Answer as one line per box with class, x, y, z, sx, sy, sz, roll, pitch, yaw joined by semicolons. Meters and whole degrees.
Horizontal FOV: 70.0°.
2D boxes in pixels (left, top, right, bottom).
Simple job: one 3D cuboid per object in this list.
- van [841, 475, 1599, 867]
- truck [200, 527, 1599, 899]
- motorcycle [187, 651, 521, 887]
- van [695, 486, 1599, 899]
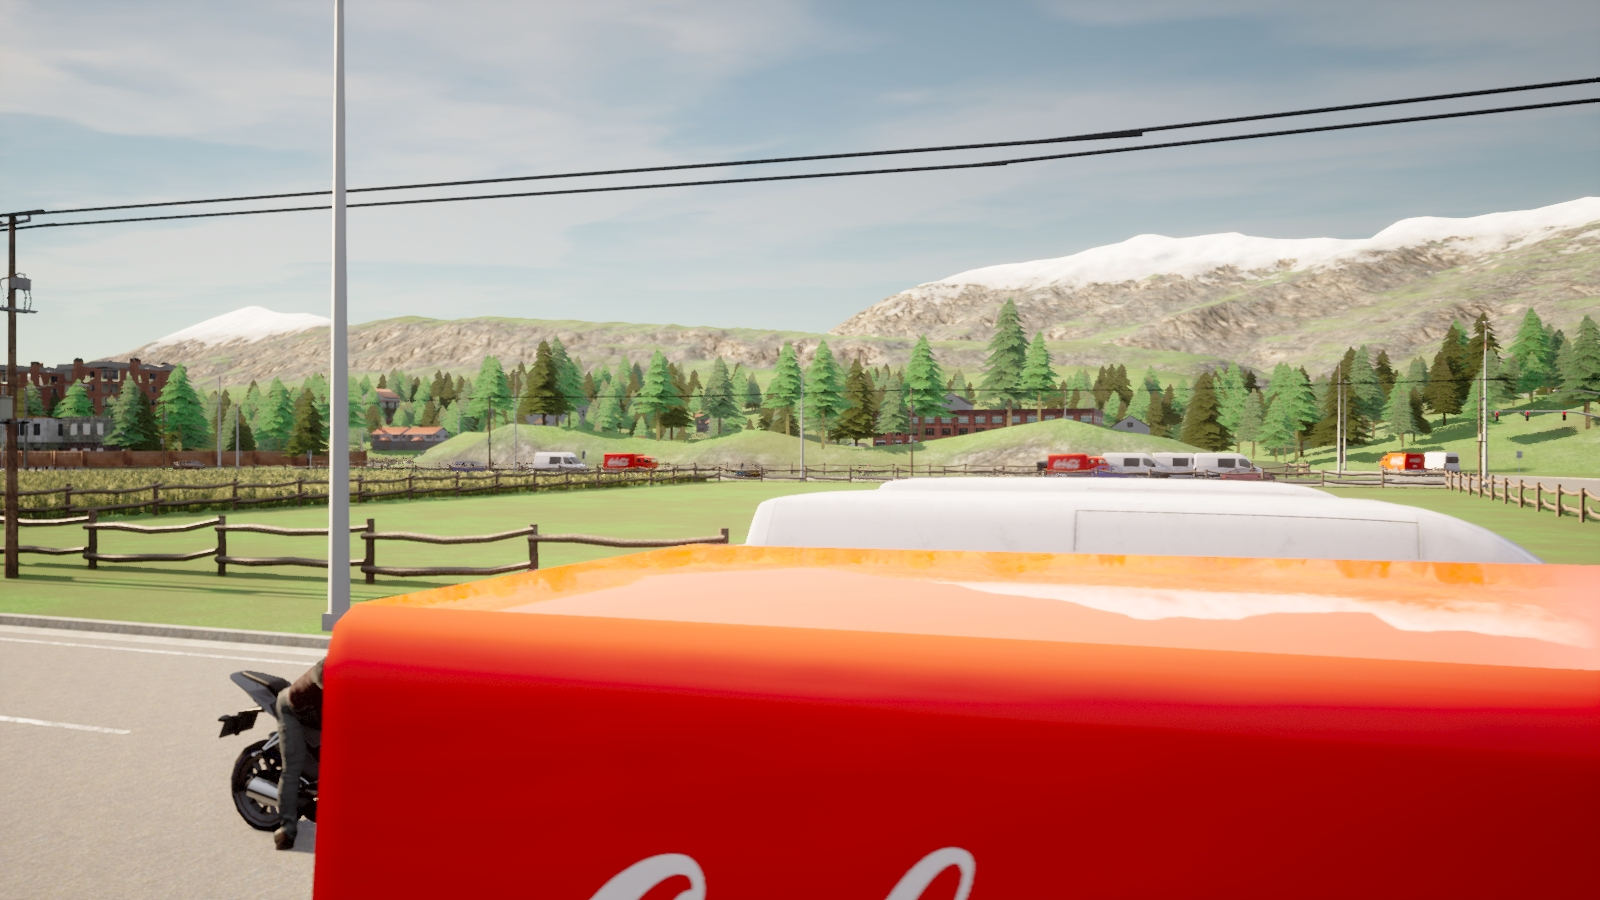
van;3.467;1.534;9.482;5.915;2.561;1.988;0;0;20
truck;1.594;1.568;2.789;5.204;2.467;2.627;0;0;21
motorcycle;-3.194;2.202;8.187;2.209;1.251;0.867;0;0;20
van;2.551;1.534;6.090;5.915;2.561;1.988;0;0;20
